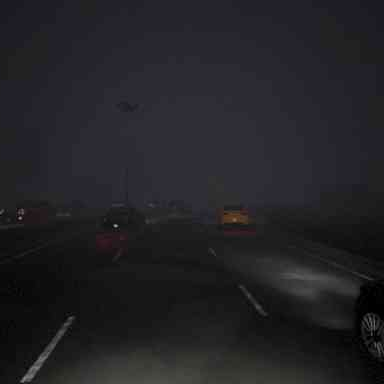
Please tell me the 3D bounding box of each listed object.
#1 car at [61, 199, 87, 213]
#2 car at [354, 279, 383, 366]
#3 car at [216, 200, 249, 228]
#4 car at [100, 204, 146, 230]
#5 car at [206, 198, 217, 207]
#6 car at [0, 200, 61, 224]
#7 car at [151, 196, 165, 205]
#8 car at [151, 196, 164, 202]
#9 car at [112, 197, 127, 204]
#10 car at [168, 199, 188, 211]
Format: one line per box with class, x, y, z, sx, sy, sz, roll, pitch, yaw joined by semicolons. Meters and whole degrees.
car;-14.118;1.617;39.072;2.128;1.511;4.902;0;0;8
car;3.402;1.495;2.962;2.128;1.511;4.902;0;0;-4
car;2.776;1.538;22.653;1.882;1.535;5.008;0;0;4
car;-4.330;1.667;21.685;1.895;1.301;4.718;0;0;3
car;3.338;1.695;54.160;2.033;1.411;5.357;0;0;8
car;-12.692;1.440;25.957;2.097;1.767;4.553;0;0;11
car;-6.740;1.670;66.080;1.882;1.535;5.008;0;0;9
car;-8.291;1.582;80.108;2.033;1.411;5.357;0;0;8
car;-13.987;1.760;64.824;1.994;1.385;4.181;0;0;9
car;-1.772;1.623;42.859;1.837;1.490;4.892;0;-1;8
